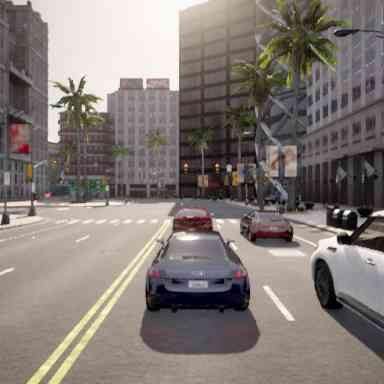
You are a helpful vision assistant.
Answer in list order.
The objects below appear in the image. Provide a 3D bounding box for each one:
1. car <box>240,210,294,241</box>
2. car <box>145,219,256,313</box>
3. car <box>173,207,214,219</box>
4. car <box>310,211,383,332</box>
[{"bbox_3d":[3.593,1.574,16.636,1.994,1.385,4.181,0,0,0],"label":"car"},{"bbox_3d":[0.087,1.567,7.770,1.994,1.385,4.181,0,0,-1],"label":"car"},{"bbox_3d":[0.086,1.488,16.756,1.882,1.535,5.008,0,0,2],"label":"car"},{"bbox_3d":[3.608,1.221,4.708,2.150,2.045,5.566,0,-1,-1],"label":"car"}]
